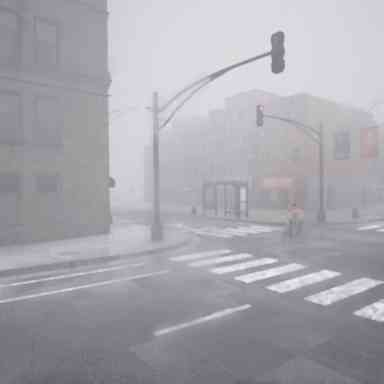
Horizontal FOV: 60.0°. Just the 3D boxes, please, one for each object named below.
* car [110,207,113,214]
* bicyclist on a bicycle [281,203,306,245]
[{"bbox_3d":[-8.842,1.418,30.056,1.812,1.442,4.674,-1,0,-38],"label":"car"},{"bbox_3d":[4.101,1.258,13.369,1.509,1.612,0.866,-1,1,-36],"label":"bicyclist on a bicycle"}]
